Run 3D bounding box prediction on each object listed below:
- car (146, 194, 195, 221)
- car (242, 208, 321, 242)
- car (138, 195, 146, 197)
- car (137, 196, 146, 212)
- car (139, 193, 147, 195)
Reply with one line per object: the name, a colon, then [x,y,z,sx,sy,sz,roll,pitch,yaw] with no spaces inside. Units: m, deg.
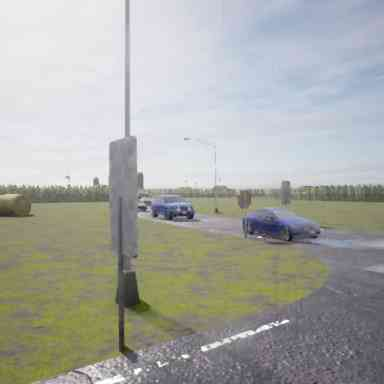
car: [-1.767,1.271,28.345,2.150,2.045,5.566,-1,0,-26]
car: [4.364,1.551,17.039,1.812,1.442,4.674,-1,0,-27]
car: [-7.376,1.585,52.412,1.812,1.442,4.674,-1,0,-12]
car: [-6.850,1.621,40.444,2.033,1.411,5.357,-1,0,-19]
car: [-9.149,1.296,62.586,2.150,2.045,5.566,0,0,-6]
